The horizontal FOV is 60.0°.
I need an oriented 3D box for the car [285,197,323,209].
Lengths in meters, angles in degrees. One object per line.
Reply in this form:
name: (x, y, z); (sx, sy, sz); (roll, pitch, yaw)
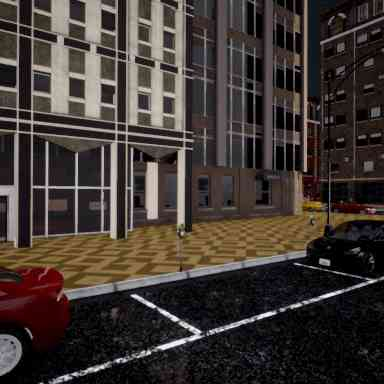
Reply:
car: (15.563, 1.500, 46.369); (1.752, 1.417, 4.829); (0, 0, -36)

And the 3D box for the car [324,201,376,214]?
car: (15.480, 1.535, 32.142); (1.802, 1.307, 4.206); (0, 0, -36)

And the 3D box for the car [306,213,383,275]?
car: (5.441, 1.567, 10.462); (4.313, 1.339, 1.947); (0, 0, -36)

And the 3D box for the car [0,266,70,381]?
car: (-3.808, 1.545, 3.837); (4.507, 1.381, 1.887); (0, 0, -36)

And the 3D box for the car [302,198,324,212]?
car: (12.271, 1.467, 36.600); (1.752, 1.417, 4.829); (0, 0, -36)
